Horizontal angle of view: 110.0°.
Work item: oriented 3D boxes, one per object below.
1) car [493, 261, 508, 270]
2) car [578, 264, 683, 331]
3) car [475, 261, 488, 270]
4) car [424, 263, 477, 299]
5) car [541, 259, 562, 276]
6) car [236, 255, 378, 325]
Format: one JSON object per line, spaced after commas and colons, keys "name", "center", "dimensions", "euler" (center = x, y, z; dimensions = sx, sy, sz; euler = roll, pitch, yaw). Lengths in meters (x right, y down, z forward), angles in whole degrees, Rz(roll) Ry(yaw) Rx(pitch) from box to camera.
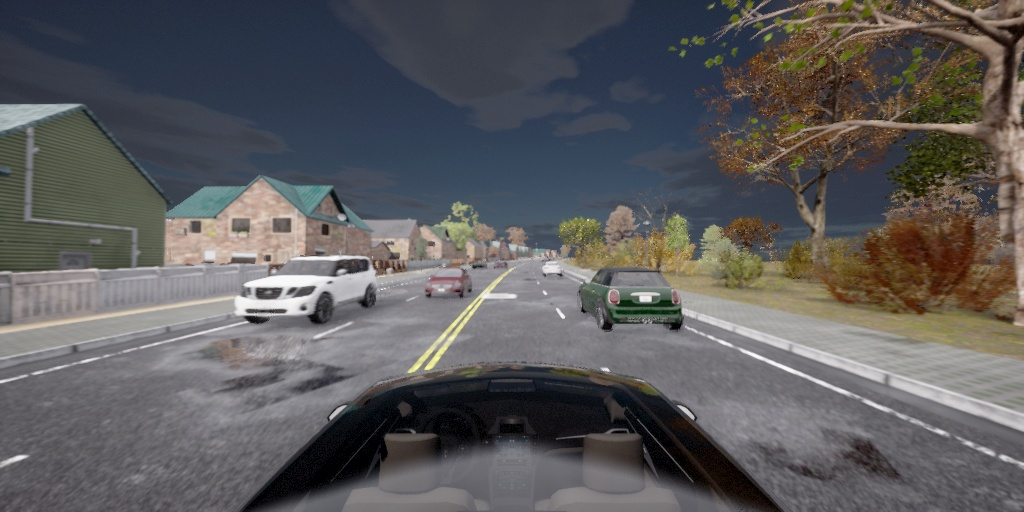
{"name": "car", "center": [-1.707, 1.383, 55.218], "dimensions": [1.994, 1.385, 4.181], "euler": [0, 0, 4]}
{"name": "car", "center": [3.424, 1.117, 11.256], "dimensions": [2.097, 1.767, 4.553], "euler": [0, 0, 1]}
{"name": "car", "center": [-4.955, 1.423, 55.342], "dimensions": [1.895, 1.301, 4.718], "euler": [0, 0, 4]}
{"name": "car", "center": [-3.149, 1.299, 18.614], "dimensions": [1.812, 1.442, 4.674], "euler": [0, 0, 1]}
{"name": "car", "center": [4.069, 1.320, 36.998], "dimensions": [1.812, 1.442, 4.674], "euler": [0, 0, 2]}
{"name": "car", "center": [-6.516, 0.986, 12.294], "dimensions": [2.150, 2.045, 5.566], "euler": [0, 0, 1]}
